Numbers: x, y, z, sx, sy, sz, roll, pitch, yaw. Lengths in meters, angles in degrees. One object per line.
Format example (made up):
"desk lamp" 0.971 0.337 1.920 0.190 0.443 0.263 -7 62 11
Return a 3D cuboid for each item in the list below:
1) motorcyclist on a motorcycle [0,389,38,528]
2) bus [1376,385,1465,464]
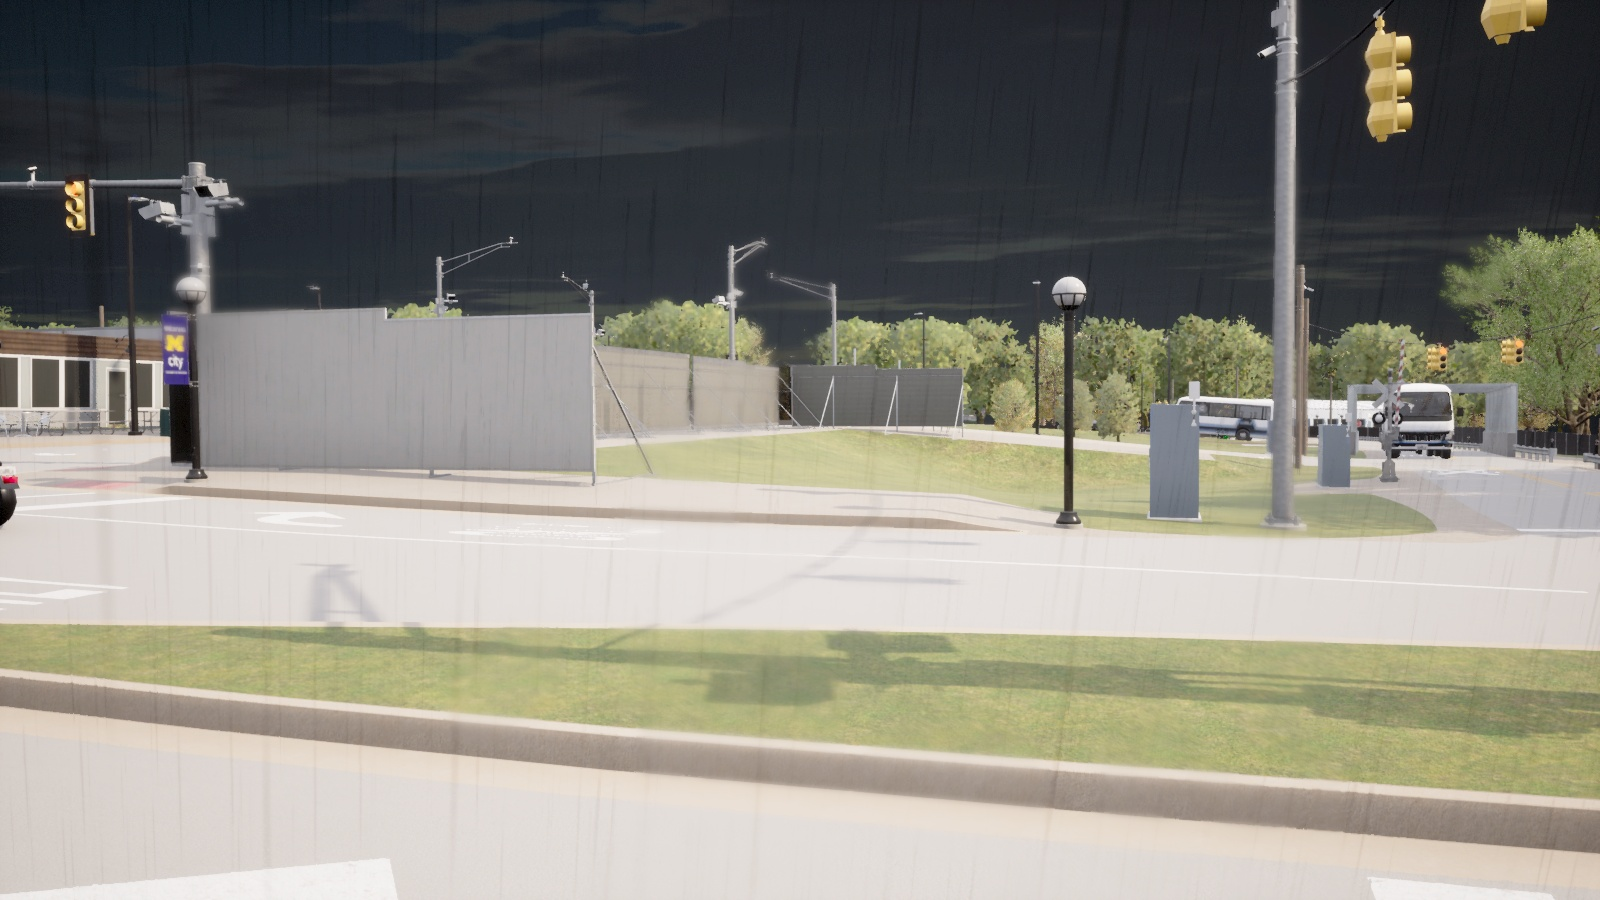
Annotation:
"motorcyclist on a motorcycle" -10.608 0.053 15.368 2.350 1.649 0.766 2 2 15
"bus" 35.875 -1.398 73.012 3.944 4.253 10.273 1 1 23
